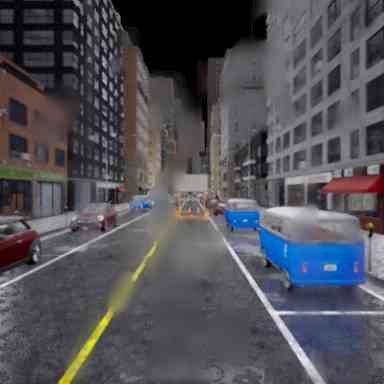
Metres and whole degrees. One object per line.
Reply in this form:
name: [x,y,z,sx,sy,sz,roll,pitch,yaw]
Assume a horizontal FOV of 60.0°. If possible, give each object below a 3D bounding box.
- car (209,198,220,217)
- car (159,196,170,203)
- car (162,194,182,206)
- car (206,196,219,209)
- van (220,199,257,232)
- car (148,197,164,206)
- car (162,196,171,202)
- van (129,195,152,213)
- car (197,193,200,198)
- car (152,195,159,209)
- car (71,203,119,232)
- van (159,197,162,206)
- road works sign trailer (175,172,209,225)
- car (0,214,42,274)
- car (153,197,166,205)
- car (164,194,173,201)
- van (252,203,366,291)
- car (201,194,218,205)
car: [2.852,1.531,30.723,1.802,1.307,4.206,0,0,0]
car: [-5.677,1.460,69.231,1.947,1.339,4.313,0,0,0]
car: [-3.071,1.410,51.331,2.128,1.511,4.902,0,0,0]
car: [2.851,1.513,41.725,1.802,1.307,4.206,0,0,0]
van: [2.853,1.308,19.720,1.690,1.788,3.998,0,0,0]
car: [-5.675,1.482,52.727,1.947,1.339,4.313,0,0,0]
car: [-5.678,1.470,74.733,1.802,1.307,4.206,0,0,0]
van: [-5.674,1.281,36.224,1.690,1.788,3.998,0,0,0]
car: [2.847,1.447,80.235,1.947,1.339,4.313,0,0,0]
car: [-5.674,1.482,41.724,2.008,1.369,4.403,0,0,0]
car: [-5.672,1.407,19.719,1.967,1.590,4.097,0,0,0]
van: [-5.675,1.265,47.226,1.690,1.788,3.998,0,0,0]
road works sign trailer: [-0.003,0.426,23.396,2.380,3.560,2.880,0,0,0]
car: [-5.671,1.426,8.717,1.967,1.590,4.097,0,0,0]
car: [-5.676,1.490,58.229,1.802,1.307,4.206,0,0,0]
car: [-5.679,1.322,80.234,1.967,1.590,4.097,0,0,0]
van: [2.854,1.327,8.717,1.690,1.788,3.998,0,0,0]
car: [2.850,1.238,47.226,2.192,1.841,5.009,0,0,0]
